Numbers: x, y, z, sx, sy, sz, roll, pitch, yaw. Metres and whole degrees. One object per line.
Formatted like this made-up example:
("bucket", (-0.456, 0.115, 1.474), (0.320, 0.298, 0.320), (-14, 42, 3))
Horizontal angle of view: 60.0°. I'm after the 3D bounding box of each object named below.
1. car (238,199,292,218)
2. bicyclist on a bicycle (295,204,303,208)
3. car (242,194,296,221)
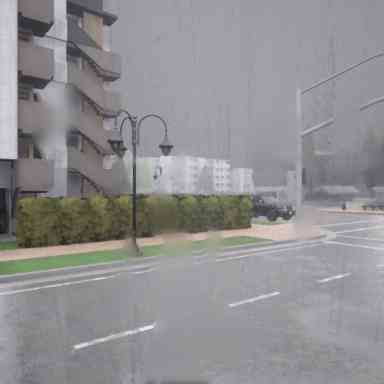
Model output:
("car", (6.845, 1.478, 31.621), (1.882, 1.535, 5.008), (0, 0, -37))
("bicyclist on a bicycle", (13.385, 1.301, 41.654), (1.656, 1.620, 0.582), (0, 0, -39))
("car", (5.740, 1.221, 27.303), (2.150, 2.045, 5.566), (0, 0, -38))
